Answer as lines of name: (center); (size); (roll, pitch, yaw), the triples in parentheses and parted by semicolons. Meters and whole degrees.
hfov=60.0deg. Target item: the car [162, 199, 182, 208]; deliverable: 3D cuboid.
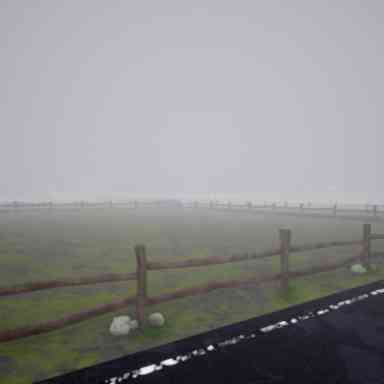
car: (-3.612, 1.976, 59.951); (1.882, 1.535, 5.008); (0, -1, -35)
